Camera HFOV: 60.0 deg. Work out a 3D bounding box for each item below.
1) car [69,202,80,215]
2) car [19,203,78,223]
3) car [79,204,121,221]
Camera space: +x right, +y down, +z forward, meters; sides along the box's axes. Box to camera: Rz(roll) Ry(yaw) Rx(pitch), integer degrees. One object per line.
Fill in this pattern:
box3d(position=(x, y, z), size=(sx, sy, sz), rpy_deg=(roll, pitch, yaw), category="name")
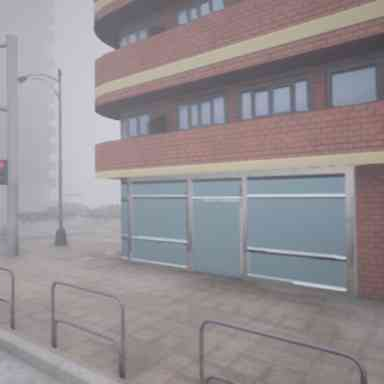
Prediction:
box3d(position=(-13.008, 1.873, 34.422), size=(1.837, 1.490, 4.892), rpy_deg=(-1, 0, 36), category="car")
box3d(position=(-12.719, 1.928, 28.886), size=(1.895, 1.301, 4.718), rpy_deg=(-1, 0, 36), category="car")
box3d(position=(-7.130, 1.829, 30.333), size=(2.033, 1.411, 5.357), rpy_deg=(-1, -1, 36), category="car")
